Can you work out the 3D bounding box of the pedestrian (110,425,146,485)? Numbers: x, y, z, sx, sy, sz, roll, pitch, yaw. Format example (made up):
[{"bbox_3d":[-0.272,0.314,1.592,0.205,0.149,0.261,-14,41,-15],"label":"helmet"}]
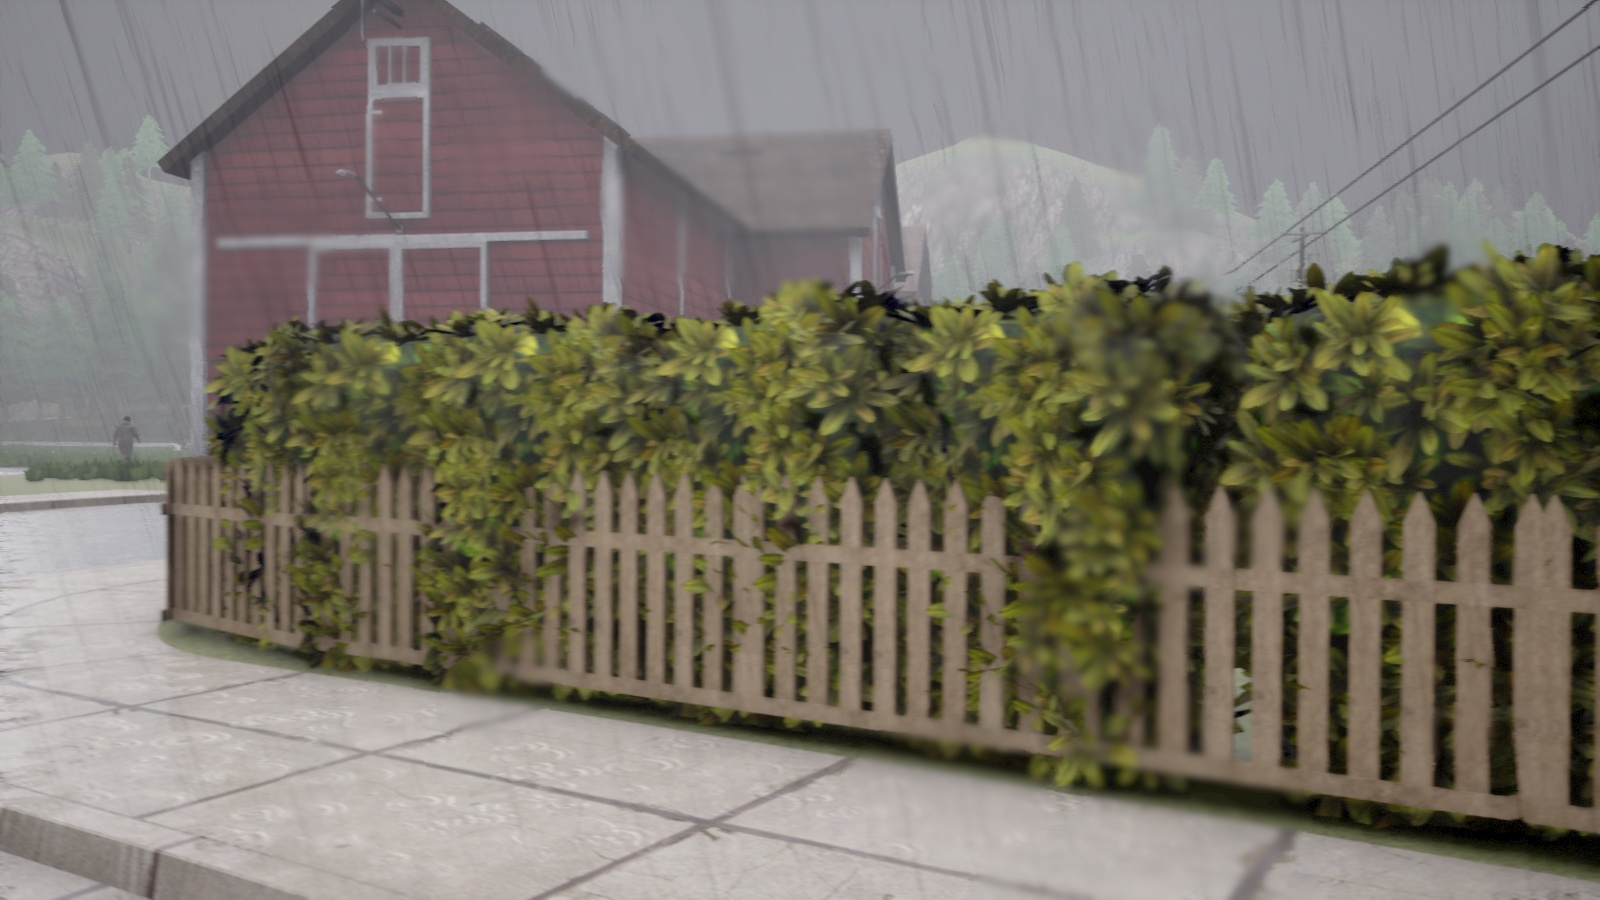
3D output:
[{"bbox_3d":[-22.173,0.150,41.451,0.659,1.952,0.873,-1,1,4],"label":"pedestrian"}]
